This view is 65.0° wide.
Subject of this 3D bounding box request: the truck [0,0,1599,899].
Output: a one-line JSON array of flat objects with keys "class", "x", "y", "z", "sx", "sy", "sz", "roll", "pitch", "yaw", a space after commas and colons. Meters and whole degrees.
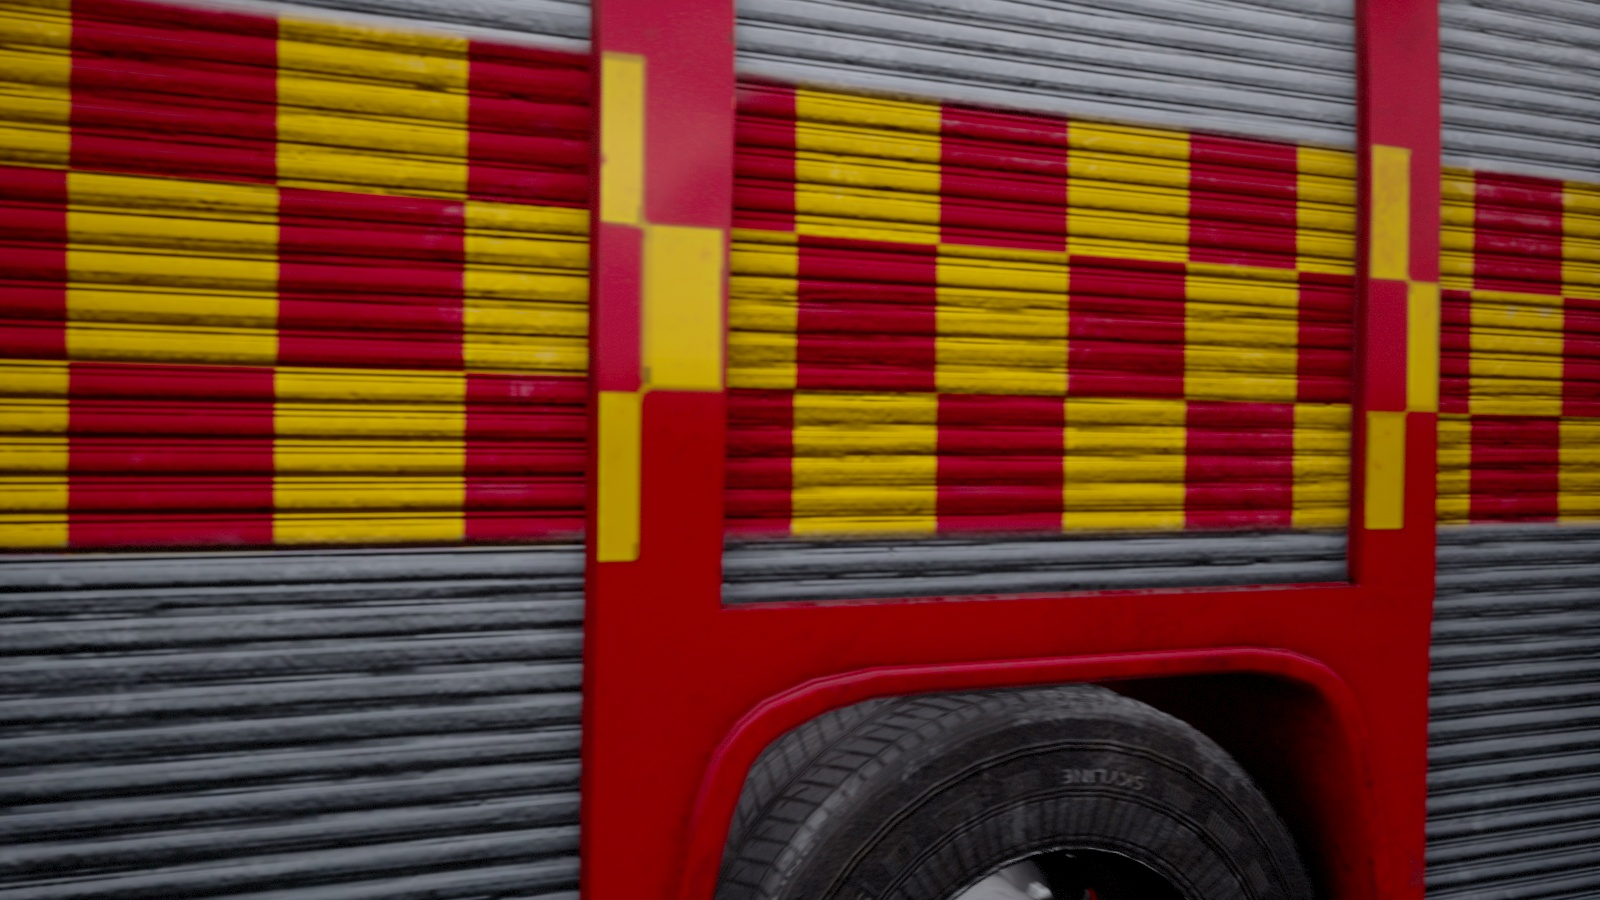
[{"class": "truck", "x": -2.587, "y": -0.379, "z": 2.244, "sx": 8.468, "sy": 3.827, "sz": 2.891, "roll": -1, "pitch": 1, "yaw": -21}]
